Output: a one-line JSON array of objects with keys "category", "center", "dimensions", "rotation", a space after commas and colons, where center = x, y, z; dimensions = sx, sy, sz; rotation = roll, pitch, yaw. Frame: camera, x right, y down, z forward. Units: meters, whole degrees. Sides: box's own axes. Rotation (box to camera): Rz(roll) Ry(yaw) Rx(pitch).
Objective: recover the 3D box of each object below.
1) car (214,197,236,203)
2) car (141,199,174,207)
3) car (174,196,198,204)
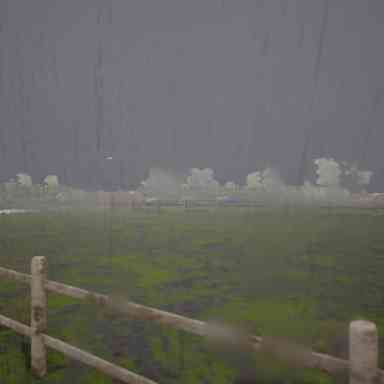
[{"category": "car", "center": [6.160, 1.618, 62.386], "dimensions": [4.674, 1.442, 1.812], "rotation": [0, 0, -36]}, {"category": "car", "center": [-5.791, 1.686, 53.091], "dimensions": [4.718, 1.301, 1.895], "rotation": [0, 0, -39]}, {"category": "car", "center": [-1.193, 1.566, 60.302], "dimensions": [4.902, 1.511, 2.128], "rotation": [0, 0, -38]}]
